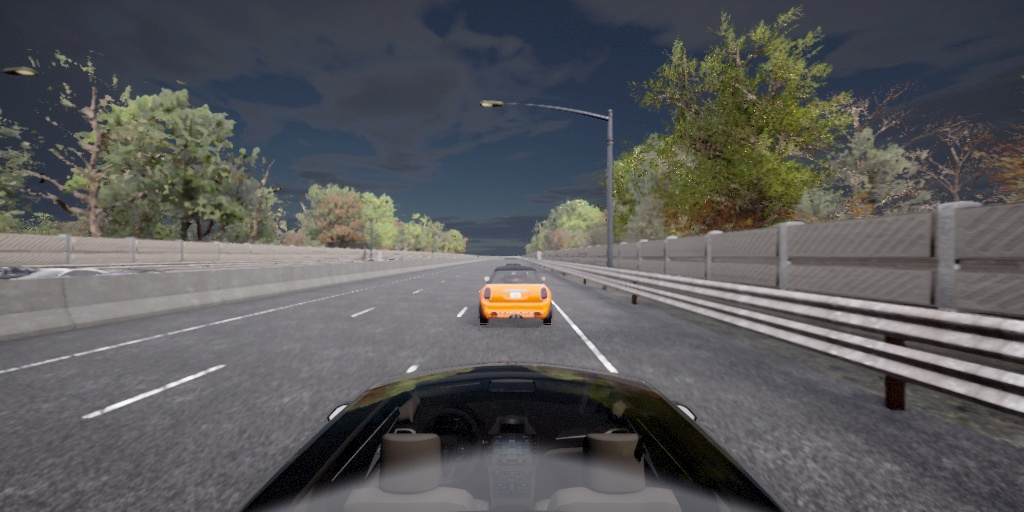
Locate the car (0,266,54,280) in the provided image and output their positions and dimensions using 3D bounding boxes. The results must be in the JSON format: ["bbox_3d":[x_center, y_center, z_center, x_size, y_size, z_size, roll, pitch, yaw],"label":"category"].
[{"bbox_3d":[-20.999,1.281,16.721,1.812,1.442,4.674,0,0,0],"label":"car"}]

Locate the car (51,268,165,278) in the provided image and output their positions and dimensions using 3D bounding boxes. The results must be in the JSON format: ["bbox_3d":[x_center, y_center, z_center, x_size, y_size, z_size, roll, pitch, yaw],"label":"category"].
[{"bbox_3d":[-17.500,1.298,16.563,1.994,1.385,4.181,0,0,0],"label":"car"}]

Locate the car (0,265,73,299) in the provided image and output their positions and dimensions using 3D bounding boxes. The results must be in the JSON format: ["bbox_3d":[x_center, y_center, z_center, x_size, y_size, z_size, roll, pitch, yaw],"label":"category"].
[{"bbox_3d":[-24.499,1.229,16.697,2.128,1.511,4.902,0,0,0],"label":"car"}]

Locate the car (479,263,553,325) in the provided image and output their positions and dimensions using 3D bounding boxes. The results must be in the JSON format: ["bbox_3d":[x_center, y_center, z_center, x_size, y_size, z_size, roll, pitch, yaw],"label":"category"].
[{"bbox_3d":[0.101,1.088,11.969,2.097,1.767,4.553,0,0,0],"label":"car"}]
